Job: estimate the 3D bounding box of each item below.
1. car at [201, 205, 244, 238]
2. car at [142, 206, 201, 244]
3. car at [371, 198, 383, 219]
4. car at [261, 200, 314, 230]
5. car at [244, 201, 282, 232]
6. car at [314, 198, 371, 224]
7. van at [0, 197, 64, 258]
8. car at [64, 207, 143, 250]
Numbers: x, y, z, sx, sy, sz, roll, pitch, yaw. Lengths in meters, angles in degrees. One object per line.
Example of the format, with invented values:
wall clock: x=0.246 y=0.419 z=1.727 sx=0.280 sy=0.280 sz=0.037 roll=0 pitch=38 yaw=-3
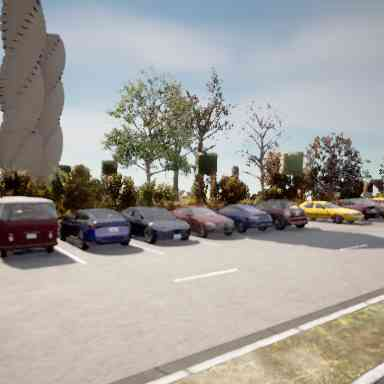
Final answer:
car: x=0.247 y=1.454 z=17.449 sx=2.002 sy=1.452 sz=4.674 roll=0 pitch=0 yaw=-35
car: x=-1.983 y=1.454 z=15.825 sx=2.163 sy=1.488 sz=4.792 roll=0 pitch=0 yaw=-35
car: x=11.461 y=1.350 z=25.455 sx=2.163 sy=1.488 sz=4.792 roll=-1 pitch=0 yaw=-35
car: x=4.760 y=1.263 z=20.617 sx=2.185 sy=1.767 sz=4.553 roll=0 pitch=0 yaw=-35
car: x=2.494 y=1.442 z=19.041 sx=2.002 sy=1.452 sz=4.674 roll=0 pitch=0 yaw=-35
car: x=9.336 y=1.342 z=23.680 sx=1.946 sy=1.575 sz=5.366 roll=-1 pitch=0 yaw=-35
van: x=-6.554 y=1.204 z=12.754 sx=1.878 sy=1.987 sz=4.442 roll=0 pitch=0 yaw=-35
car: x=-4.260 y=1.457 z=14.278 sx=2.163 sy=1.488 sz=4.792 roll=0 pitch=0 yaw=-35
